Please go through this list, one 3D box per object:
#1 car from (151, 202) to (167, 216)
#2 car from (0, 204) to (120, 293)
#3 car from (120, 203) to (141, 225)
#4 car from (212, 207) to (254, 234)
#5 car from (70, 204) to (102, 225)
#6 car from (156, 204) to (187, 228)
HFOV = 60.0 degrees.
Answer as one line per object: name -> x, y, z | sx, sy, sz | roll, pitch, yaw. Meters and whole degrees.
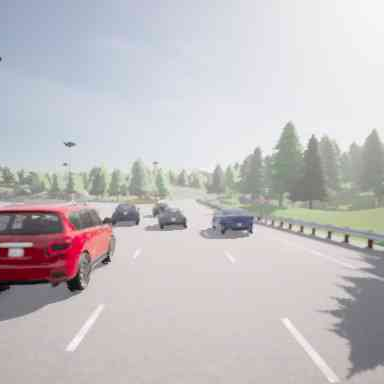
car -> -3.550, 1.976, 38.387 | 1.837, 1.490, 4.892 | 0, -1, -10
car -> -3.682, 1.351, 9.410 | 2.150, 2.045, 5.566 | 0, -1, -3
car -> -5.378, 1.705, 27.714 | 2.097, 1.767, 4.553 | 0, -1, -8
car -> 2.454, 1.718, 21.098 | 1.882, 1.535, 5.008 | 0, -1, -5
car -> -9.072, 1.888, 28.879 | 1.837, 1.490, 4.892 | 0, -1, -8
car -> -1.486, 1.865, 24.767 | 1.994, 1.385, 4.181 | 0, -1, -7
